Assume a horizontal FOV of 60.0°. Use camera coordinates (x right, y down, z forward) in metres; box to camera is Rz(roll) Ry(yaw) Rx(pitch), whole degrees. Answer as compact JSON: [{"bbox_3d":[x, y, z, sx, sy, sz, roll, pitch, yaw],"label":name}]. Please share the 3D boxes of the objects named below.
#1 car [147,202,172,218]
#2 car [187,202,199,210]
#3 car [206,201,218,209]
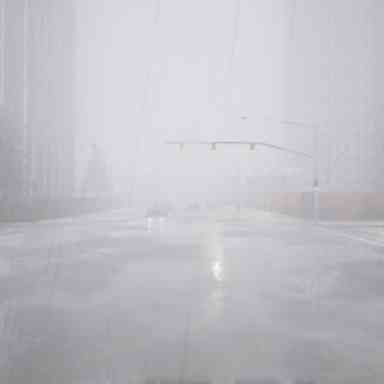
[{"bbox_3d":[-3.577,1.990,35.663,1.994,1.385,4.181,0,-1,0],"label":"car"},{"bbox_3d":[0.134,2.261,55.363,1.895,1.301,4.718,0,-1,0],"label":"car"},{"bbox_3d":[3.536,2.315,59.886,1.895,1.301,4.718,0,-1,0],"label":"car"}]
